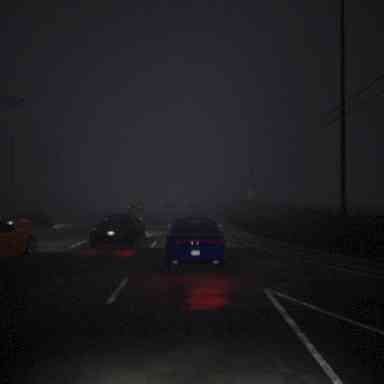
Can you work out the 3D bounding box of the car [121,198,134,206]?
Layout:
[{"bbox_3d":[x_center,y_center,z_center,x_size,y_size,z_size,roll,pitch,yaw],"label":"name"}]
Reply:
[{"bbox_3d":[-10.378,2.162,57.148,1.895,1.301,4.718,0,-1,0],"label":"car"}]

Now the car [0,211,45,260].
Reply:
[{"bbox_3d":[-6.896,1.584,10.732,1.882,1.535,5.008,0,-1,0],"label":"car"}]

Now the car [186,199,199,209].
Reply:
[{"bbox_3d":[0.119,2.066,52.756,2.033,1.411,5.357,0,-1,0],"label":"car"}]

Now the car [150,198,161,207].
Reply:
[{"bbox_3d":[-6.878,1.981,64.116,2.097,1.767,4.553,0,-1,0],"label":"car"}]

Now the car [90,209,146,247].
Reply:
[{"bbox_3d":[-3.394,1.721,15.927,1.994,1.385,4.181,0,-1,0],"label":"car"}]

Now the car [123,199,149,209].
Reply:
[{"bbox_3d":[-6.884,1.935,41.564,1.812,1.442,4.674,0,-1,0],"label":"car"}]

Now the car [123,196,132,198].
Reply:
[{"bbox_3d":[-13.974,1.933,72.090,2.150,2.045,5.566,0,-1,0],"label":"car"}]

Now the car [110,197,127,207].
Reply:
[{"bbox_3d":[-13.977,2.161,62.455,2.033,1.411,5.357,0,-1,0],"label":"car"}]

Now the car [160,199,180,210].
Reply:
[{"bbox_3d":[-3.382,2.065,52.652,2.033,1.411,5.357,0,-1,0],"label":"car"}]

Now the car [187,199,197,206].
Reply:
[{"bbox_3d":[0.026,2.249,72.174,2.033,1.411,5.357,0,-1,0],"label":"car"}]

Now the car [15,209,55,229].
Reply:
[{"bbox_3d":[-10.392,1.773,21.149,1.994,1.385,4.181,0,-1,0],"label":"car"}]

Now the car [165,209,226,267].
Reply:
[{"bbox_3d":[0.104,1.596,11.951,1.882,1.535,5.008,0,0,0],"label":"car"}]

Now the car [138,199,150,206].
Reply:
[{"bbox_3d":[-10.474,2.215,72.777,1.837,1.490,4.892,0,-1,0],"label":"car"}]
